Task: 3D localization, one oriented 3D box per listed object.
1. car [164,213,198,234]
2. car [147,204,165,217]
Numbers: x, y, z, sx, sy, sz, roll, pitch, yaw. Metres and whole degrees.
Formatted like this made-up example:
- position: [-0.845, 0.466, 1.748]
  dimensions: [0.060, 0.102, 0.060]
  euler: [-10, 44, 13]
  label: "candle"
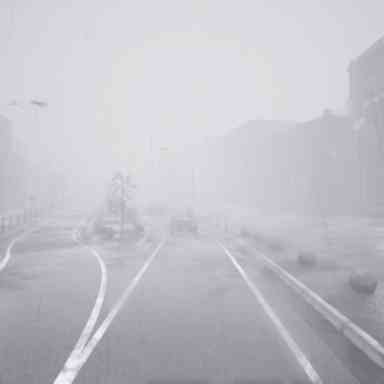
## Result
- position: [-0.836, 2.453, 25.150]
  dimensions: [1.895, 1.301, 4.718]
  euler: [0, -3, -8]
  label: "car"
- position: [-4.607, 2.240, 42.309]
  dimensions: [1.882, 1.535, 5.008]
  euler: [0, 1, -14]
  label: "car"
